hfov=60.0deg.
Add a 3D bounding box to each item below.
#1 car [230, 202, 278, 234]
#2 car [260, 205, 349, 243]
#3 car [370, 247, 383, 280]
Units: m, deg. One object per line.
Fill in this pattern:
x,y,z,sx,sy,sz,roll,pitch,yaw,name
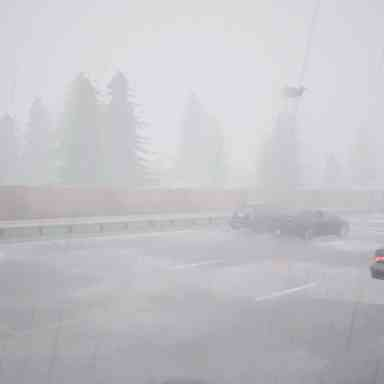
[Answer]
4.467,1.396,19.831,4.553,1.767,2.097,0,0,-35,car
5.880,1.548,16.536,4.892,1.490,1.837,0,0,-35,car
6.648,1.577,8.488,5.357,1.411,2.033,0,0,-35,car
